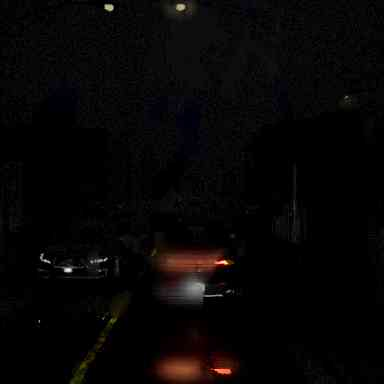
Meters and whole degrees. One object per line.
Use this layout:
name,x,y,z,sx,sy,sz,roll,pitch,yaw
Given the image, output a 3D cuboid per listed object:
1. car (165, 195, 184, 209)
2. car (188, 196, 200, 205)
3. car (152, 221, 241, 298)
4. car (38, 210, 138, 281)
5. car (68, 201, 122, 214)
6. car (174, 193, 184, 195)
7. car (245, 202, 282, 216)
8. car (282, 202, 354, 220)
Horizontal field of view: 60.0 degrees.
car,-2.617,1.509,46.096,2.033,1.411,5.357,0,0,0
car,0.307,1.475,55.831,1.812,1.442,4.674,0,0,0
car,0.103,1.504,8.512,1.837,1.490,4.892,0,0,0
car,-2.787,1.508,9.916,1.837,1.490,4.892,1,0,0
car,-9.261,1.626,31.963,4.902,1.511,2.128,-1,-1,-12
car,-2.609,1.419,61.656,1.882,1.535,5.008,0,0,0
car,7.543,1.589,32.201,4.718,1.301,1.895,-1,-1,1
car,9.733,1.414,25.441,4.718,1.301,1.895,-1,-1,-1
